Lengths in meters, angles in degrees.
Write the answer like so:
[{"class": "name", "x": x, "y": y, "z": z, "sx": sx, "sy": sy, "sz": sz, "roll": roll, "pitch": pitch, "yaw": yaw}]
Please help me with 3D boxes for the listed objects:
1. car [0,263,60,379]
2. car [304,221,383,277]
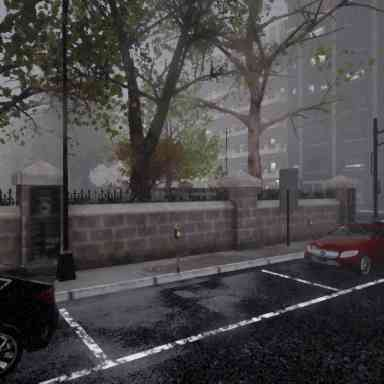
[{"class": "car", "x": -3.830, "y": 1.566, "z": 3.858, "sx": 4.313, "sy": 1.339, "sz": 1.947, "roll": 0, "pitch": 0, "yaw": -35}, {"class": "car", "x": 5.243, "y": 1.581, "z": 10.201, "sx": 4.206, "sy": 1.307, "sz": 1.802, "roll": 0, "pitch": 0, "yaw": -35}]
